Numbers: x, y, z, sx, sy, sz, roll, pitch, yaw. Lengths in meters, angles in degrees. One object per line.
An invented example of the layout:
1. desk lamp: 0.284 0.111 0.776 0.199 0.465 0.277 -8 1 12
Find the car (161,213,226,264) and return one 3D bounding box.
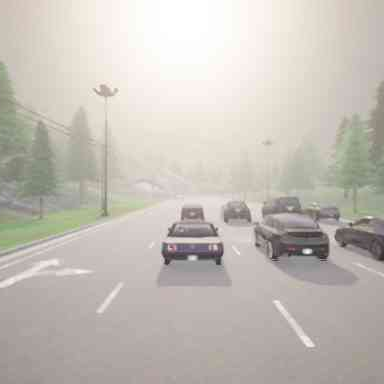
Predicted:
1. car: 0.038 1.650 11.932 1.895 1.301 4.718 0 0 0

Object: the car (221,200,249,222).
1. car: 3.538 1.465 27.462 2.097 1.767 4.553 0 0 0

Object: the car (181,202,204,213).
1. car: 0.048 1.596 28.785 1.882 1.535 5.008 0 0 0

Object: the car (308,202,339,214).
1. car: 10.539 1.606 27.549 2.128 1.511 4.902 0 0 0

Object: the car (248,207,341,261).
1. car: 3.543 1.558 12.568 1.837 1.490 4.892 0 0 0

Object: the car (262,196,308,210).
1. car: 7.031 1.333 26.419 2.150 2.045 5.566 0 0 1

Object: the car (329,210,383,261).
1. car: 7.041 1.578 12.364 1.812 1.442 4.674 0 -1 1
